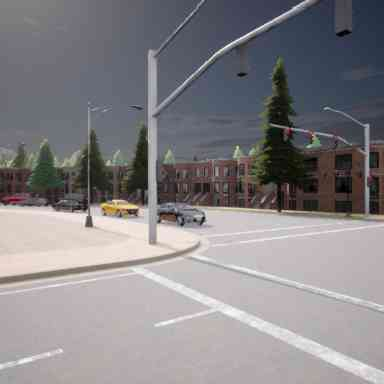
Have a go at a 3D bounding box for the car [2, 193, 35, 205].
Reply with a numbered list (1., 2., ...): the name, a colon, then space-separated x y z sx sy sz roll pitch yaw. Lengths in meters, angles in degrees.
1. car: -28.982 1.221 55.956 5.566 2.045 2.150 0 0 10

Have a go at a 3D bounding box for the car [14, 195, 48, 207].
1. car: -24.121 1.547 51.169 5.357 1.411 2.033 0 0 17

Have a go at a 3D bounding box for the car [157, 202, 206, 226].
1. car: -0.990 1.492 23.326 2.128 1.511 4.902 0 0 -36

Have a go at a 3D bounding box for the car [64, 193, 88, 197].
1. car: -18.863 1.221 52.901 5.566 2.045 2.150 0 0 23

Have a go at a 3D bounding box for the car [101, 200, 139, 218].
1. car: -6.743 1.478 30.891 1.882 1.535 5.008 0 0 -40

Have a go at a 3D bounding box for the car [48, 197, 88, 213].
1. car: -13.914 1.601 37.954 4.718 1.301 1.895 0 0 37
